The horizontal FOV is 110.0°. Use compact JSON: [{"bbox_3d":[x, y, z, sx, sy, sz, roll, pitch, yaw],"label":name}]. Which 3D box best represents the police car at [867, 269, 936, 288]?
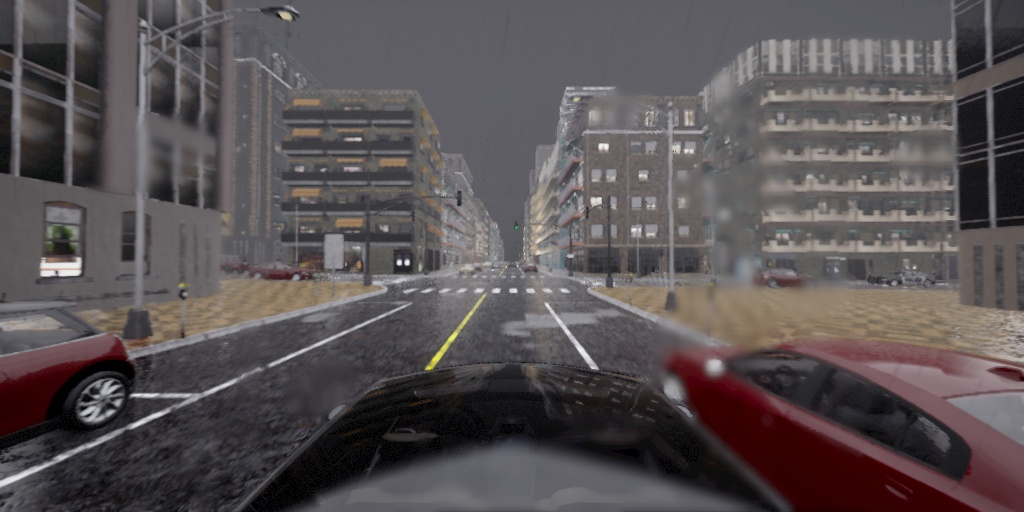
[{"bbox_3d":[35.871,2.028,33.159,5.238,1.638,1.930,1,-1,0],"label":"police car"}]

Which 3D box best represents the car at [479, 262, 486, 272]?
[{"bbox_3d":[-5.665,1.751,57.265,1.888,1.381,4.507,0,0,0],"label":"car"}]

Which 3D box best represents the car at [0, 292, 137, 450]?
[{"bbox_3d":[-5.687,1.198,2.694,1.967,1.591,4.097,0,0,0],"label":"car"}]

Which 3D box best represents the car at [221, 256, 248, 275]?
[{"bbox_3d":[-28.630,0.959,35.384,5.009,1.841,2.192,0,0,0],"label":"car"}]

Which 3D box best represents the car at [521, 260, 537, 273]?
[{"bbox_3d":[2.714,1.705,51.724,1.888,1.381,4.507,0,0,0],"label":"car"}]

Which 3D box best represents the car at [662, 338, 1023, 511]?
[{"bbox_3d":[2.693,1.303,2.690,1.888,1.381,4.507,0,0,0],"label":"car"}]

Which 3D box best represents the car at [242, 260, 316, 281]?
[{"bbox_3d":[-17.250,1.217,27.084,4.507,1.381,1.888,0,0,0],"label":"car"}]

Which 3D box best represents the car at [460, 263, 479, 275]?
[{"bbox_3d":[-5.669,1.640,46.049,1.751,1.417,4.829,0,0,0],"label":"car"}]

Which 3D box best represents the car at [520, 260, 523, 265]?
[{"bbox_3d":[2.717,1.645,57.248,1.967,1.591,4.097,0,0,0],"label":"car"}]

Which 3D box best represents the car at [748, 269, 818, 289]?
[{"bbox_3d":[20.847,1.706,27.384,4.097,1.591,1.967,0,0,0],"label":"car"}]
